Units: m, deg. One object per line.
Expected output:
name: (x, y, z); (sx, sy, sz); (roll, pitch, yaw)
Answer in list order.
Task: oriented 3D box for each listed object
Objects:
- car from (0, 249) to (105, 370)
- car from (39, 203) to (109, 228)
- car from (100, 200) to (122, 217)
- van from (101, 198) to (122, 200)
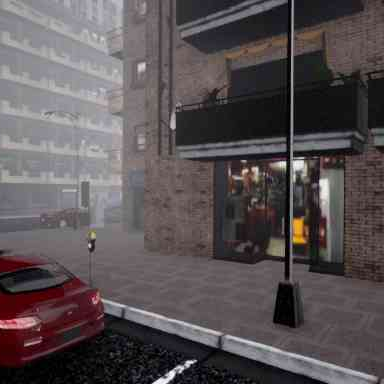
car: (-3.143, 1.582, 5.243); (4.206, 1.307, 1.802); (0, 0, 36)
car: (-8.528, 1.756, 23.737); (1.887, 1.381, 4.507); (0, -1, 36)
car: (-8.029, 1.823, 34.379); (1.994, 1.385, 4.181); (1, 0, 36)
van: (-8.710, 1.606, 37.856); (1.690, 1.788, 3.998); (0, -1, 36)
